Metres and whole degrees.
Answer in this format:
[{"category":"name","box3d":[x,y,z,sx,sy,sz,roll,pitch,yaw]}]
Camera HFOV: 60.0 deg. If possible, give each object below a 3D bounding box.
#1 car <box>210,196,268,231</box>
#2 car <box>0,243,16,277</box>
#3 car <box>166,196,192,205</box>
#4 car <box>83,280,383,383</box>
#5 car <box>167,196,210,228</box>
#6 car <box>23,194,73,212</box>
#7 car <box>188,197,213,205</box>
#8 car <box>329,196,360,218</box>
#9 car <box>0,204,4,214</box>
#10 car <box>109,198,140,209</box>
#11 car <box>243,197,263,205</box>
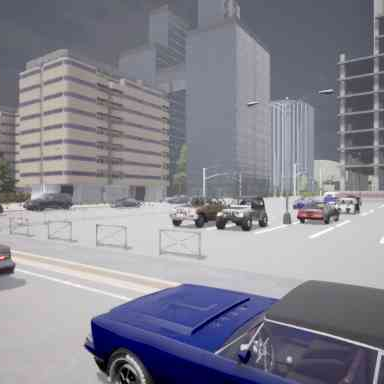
[{"category":"car","box3d":[2.993,1.156,19.293,1.905,1.878,3.866,0,0,34]},{"category":"car","box3d":[-6.743,1.547,8.721,5.357,1.411,2.033,0,0,35]},{"category":"car","box3d":[-2.340,1.548,60.623,2.033,1.411,5.357,0,0,34]},{"category":"car","box3d":[1.101,1.601,3.204,4.718,1.301,1.895,0,0,35]},{"category":"car","box3d":[0.626,1.153,20.959,1.932,1.855,4.605,0,0,34]},{"category":"car","box3d":[-16.809,1.221,39.215,2.150,2.045,5.566,0,0,34]},{"category":"car","box3d":[1.660,1.603,60.273,2.033,1.411,5.357,0,0,34]},{"category":"car","box3d":[15.019,1.395,32.246,1.970,1.475,3.806,0,0,34]},{"category":"car","box3d":[-19.264,1.505,29.270,1.837,1.490,4.892,0,0,34]},{"category":"car","box3d":[-8.953,1.526,44.610,1.812,1.442,4.674,0,0,34]},{"category":"car","box3d":[11.338,1.601,61.962,1.895,1.301,4.718,0,0,35]}]
